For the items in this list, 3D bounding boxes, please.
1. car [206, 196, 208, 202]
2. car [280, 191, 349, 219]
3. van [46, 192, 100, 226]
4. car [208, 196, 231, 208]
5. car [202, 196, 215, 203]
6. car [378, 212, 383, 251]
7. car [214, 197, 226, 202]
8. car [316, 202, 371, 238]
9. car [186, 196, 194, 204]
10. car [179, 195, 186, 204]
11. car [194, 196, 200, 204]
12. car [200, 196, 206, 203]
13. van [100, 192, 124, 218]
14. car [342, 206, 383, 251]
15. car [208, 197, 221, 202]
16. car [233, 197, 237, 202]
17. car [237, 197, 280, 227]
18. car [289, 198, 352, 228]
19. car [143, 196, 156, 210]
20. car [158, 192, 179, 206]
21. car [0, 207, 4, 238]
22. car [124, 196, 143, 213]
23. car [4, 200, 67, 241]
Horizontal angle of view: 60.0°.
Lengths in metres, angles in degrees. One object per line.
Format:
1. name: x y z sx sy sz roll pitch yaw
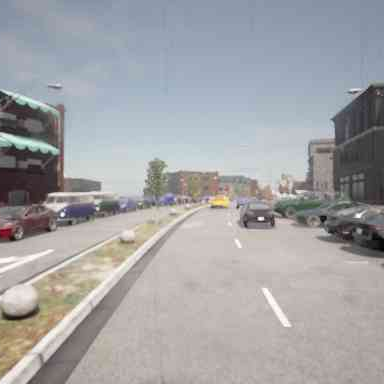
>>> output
1. car: 2.452 1.593 76.050 2.185 1.767 4.553 0 -1 17
2. car: 9.053 0.956 25.124 5.566 2.045 2.435 0 0 6
3. van: -7.868 1.037 21.400 1.878 1.987 4.442 0 0 6
4. car: 3.486 1.190 41.200 1.882 1.535 5.008 0 0 9
5. car: 4.098 1.823 81.320 2.097 1.535 5.008 0 -1 19
6. car: 7.935 1.429 8.651 4.792 1.488 2.163 0 1 2
7. car: 7.742 2.037 91.798 2.231 1.521 4.892 0 -1 21
8. car: 8.210 1.336 14.105 4.892 1.521 2.231 0 1 4
9. car: -1.825 1.403 59.941 2.231 1.521 4.892 0 -1 14
10. car: -3.032 1.189 54.439 2.185 1.767 4.553 0 -1 12
11. car: -0.544 1.544 65.208 2.002 1.452 4.674 0 -1 15
12. car: 0.874 1.639 70.541 2.163 1.488 4.792 0 -1 16
13. van: -7.347 0.990 26.914 1.878 1.987 4.442 0 0 7
14. car: 8.105 1.398 11.375 4.792 1.488 2.163 0 1 3
15. car: 5.864 1.968 86.578 2.002 1.452 4.674 0 -1 20
16. car: 6.419 1.255 40.704 2.033 1.411 5.357 0 0 9
17. car: 4.036 1.300 20.865 1.812 1.442 4.674 0 1 4
18. car: 8.562 1.292 19.682 4.792 1.488 2.163 0 1 5
19. car: -5.927 1.228 38.038 2.002 1.452 4.674 0 0 9
20. car: -4.134 0.999 48.940 2.435 2.045 5.566 0 -1 11
21. car: -8.580 1.382 10.473 2.097 1.535 5.008 0 1 3
22. car: -6.670 1.231 32.546 2.002 1.452 4.674 0 0 7
23. car: -8.284 1.353 15.958 2.163 1.488 4.792 0 1 4
